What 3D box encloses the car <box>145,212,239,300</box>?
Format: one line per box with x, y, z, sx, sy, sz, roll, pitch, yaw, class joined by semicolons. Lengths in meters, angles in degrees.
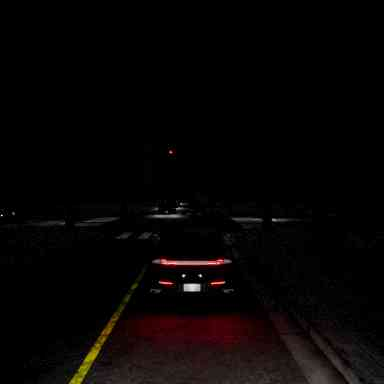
0.002;1.492;8.362;2.128;1.511;4.902;0;0;0;car

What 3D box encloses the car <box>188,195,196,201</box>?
0.014;1.451;81.385;1.812;1.442;4.674;0;0;0;car

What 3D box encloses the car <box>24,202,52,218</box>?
-14.759;1.581;29.540;4.313;1.339;1.947;0;0;0;car

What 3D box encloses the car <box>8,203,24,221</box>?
-15.680;1.209;24.055;5.566;2.045;2.150;0;0;0;car

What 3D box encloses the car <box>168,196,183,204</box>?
-2.839;1.317;48.632;2.097;1.767;4.553;0;0;0;car

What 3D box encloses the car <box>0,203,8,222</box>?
-14.766;1.540;21.513;4.313;1.339;1.947;0;0;0;car

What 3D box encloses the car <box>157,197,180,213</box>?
-2.607;1.532;34.452;2.033;1.411;5.357;0;0;-5;car

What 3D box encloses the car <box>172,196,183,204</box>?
-2.788;1.510;64.338;1.994;1.385;4.181;0;0;0;car
